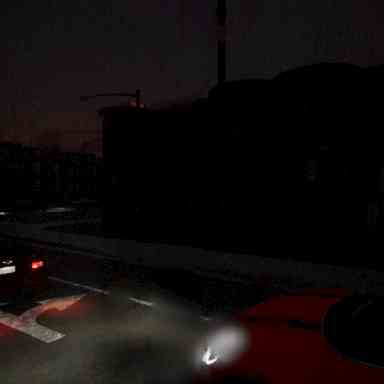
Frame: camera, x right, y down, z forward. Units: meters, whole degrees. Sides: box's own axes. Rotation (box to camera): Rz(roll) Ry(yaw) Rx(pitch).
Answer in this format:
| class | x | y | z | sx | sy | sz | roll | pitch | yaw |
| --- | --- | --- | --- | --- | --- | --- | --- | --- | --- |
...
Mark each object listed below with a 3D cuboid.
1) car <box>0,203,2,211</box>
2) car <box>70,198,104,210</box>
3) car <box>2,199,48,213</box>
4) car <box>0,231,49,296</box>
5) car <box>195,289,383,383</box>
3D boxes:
| class | x | y | z | sx | sy | sz | roll | pitch | yaw |
| --- | --- | --- | --- | --- | --- | --- | --- | --- | --- |
| car | -20.889 | 1.552 | 39.816 | 2.033 | 1.411 | 5.357 | 0 | 0 | 36 |
| car | -13.305 | 1.605 | 44.384 | 1.895 | 1.301 | 4.718 | 0 | 0 | 36 |
| car | -18.376 | 1.568 | 37.306 | 1.994 | 1.385 | 4.181 | 0 | 0 | 36 |
| car | -5.534 | 1.548 | 7.917 | 5.357 | 1.411 | 2.033 | 0 | 0 | 38 |
| car | 2.215 | 1.352 | 2.417 | 4.553 | 1.767 | 2.097 | 0 | 0 | 36 |
